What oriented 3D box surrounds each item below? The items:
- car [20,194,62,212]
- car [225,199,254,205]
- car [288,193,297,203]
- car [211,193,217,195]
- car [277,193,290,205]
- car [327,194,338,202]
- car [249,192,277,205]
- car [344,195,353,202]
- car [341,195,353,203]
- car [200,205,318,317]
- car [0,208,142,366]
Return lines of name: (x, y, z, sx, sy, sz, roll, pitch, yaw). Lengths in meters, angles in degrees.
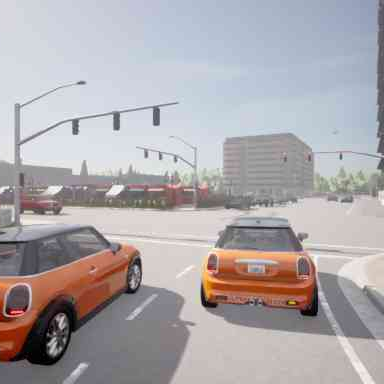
car: (-16.132, 1.277, 34.793, 5.566, 2.045, 2.150, 0, 0, 28)
car: (5.749, 1.601, 41.450, 1.895, 1.301, 4.718, 0, 0, 30)
car: (20.652, 1.225, 69.738, 2.150, 2.045, 5.566, 0, 0, 27)
car: (5.058, 1.208, 86.961, 4.605, 1.855, 1.932, 0, 0, 28)
car: (15.713, 1.491, 60.382, 2.128, 1.511, 4.902, 0, 0, 28)
car: (33.550, 1.355, 79.364, 2.097, 1.767, 4.553, 0, 0, 27)
car: (11.092, 1.221, 51.553, 2.150, 2.045, 5.566, 0, 0, 28)
car: (36.687, 1.500, 77.809, 1.837, 1.490, 4.892, 0, 0, 27)
car: (32.097, 1.595, 68.987, 1.895, 1.301, 4.718, 0, 0, 27)
car: (1.622, 1.352, 7.828, 2.097, 1.767, 4.553, 0, 0, 14)
car: (-2.494, 1.352, 6.118, 2.097, 1.767, 4.553, 0, 0, 10)
